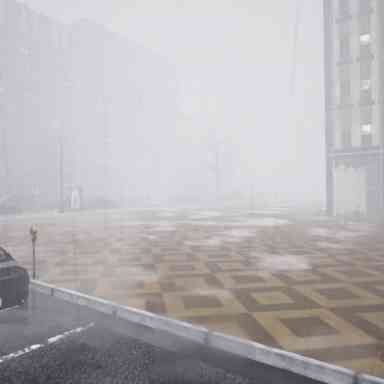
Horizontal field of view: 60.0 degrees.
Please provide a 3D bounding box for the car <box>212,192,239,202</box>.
[{"bbox_3d":[5.990,1.093,59.644,2.008,1.369,4.403,-1,0,36],"label":"car"}]

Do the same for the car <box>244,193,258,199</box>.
[{"bbox_3d":[15.406,1.040,86.947,1.947,1.339,4.313,-1,0,36],"label":"car"}]

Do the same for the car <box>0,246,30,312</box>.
[{"bbox_3d":[-4.926,1.553,6.558,4.403,1.369,2.008,0,-1,35],"label":"car"}]

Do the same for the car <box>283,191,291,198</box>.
[{"bbox_3d":[22.194,0.932,82.033,1.802,1.307,4.206,-1,0,36],"label":"car"}]

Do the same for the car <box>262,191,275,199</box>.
[{"bbox_3d":[15.710,0.740,73.077,2.192,1.841,5.009,-1,0,36],"label":"car"}]

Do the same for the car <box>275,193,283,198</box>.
[{"bbox_3d":[18.953,0.938,77.555,2.008,1.369,4.403,-1,0,36],"label":"car"}]

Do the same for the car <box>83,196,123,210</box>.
[{"bbox_3d":[-10.214,1.186,37.254,1.967,1.590,4.097,-1,0,36],"label":"car"}]

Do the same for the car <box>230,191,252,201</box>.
[{"bbox_3d":[9.231,1.048,64.121,1.887,1.381,4.507,-1,0,36],"label":"car"}]

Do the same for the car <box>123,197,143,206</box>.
[{"bbox_3d":[-9.383,1.362,48.278,1.895,1.301,4.718,-1,0,36],"label":"car"}]

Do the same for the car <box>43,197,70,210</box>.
[{"bbox_3d":[-15.090,1.360,40.395,1.812,1.442,4.674,-1,0,36],"label":"car"}]

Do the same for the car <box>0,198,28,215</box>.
[{"bbox_3d":[-16.694,1.413,28.298,1.802,1.307,4.206,-1,0,36],"label":"car"}]

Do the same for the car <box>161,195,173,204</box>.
[{"bbox_3d":[-3.212,1.175,56.718,2.128,1.511,4.902,-1,0,37],"label":"car"}]

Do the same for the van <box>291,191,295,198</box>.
[{"bbox_3d":[25.432,0.654,86.511,1.690,1.788,3.998,-1,0,36],"label":"van"}]

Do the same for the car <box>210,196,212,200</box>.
[{"bbox_3d":[5.683,1.029,73.513,1.967,1.590,4.097,-1,0,36],"label":"car"}]

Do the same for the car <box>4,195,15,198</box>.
[{"bbox_3d":[-20.654,1.385,32.699,1.882,1.535,5.008,-1,0,37],"label":"car"}]

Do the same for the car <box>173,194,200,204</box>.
[{"bbox_3d":[-0.492,1.062,50.688,1.967,1.590,4.097,-1,0,36],"label":"car"}]

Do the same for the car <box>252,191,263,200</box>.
[{"bbox_3d":[12.472,1.046,68.599,1.802,1.307,4.206,-1,0,36],"label":"car"}]

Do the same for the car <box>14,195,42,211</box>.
[{"bbox_3d":[-20.243,1.228,37.690,2.192,1.841,5.009,-1,0,36],"label":"car"}]
